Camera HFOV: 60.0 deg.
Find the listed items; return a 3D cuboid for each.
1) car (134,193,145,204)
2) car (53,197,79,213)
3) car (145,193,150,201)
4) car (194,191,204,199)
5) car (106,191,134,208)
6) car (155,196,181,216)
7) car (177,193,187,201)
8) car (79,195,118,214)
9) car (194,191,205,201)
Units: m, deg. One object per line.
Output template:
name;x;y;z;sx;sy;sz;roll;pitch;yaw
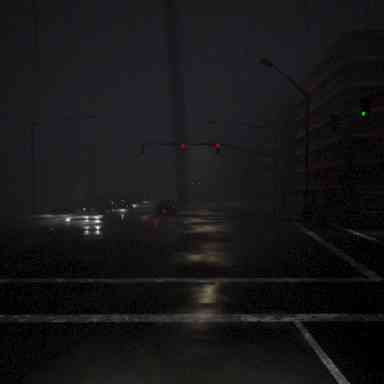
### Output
car;-9.275;1.147;52.950;2.033;1.411;5.357;0;1;1
car;-13.004;1.356;35.330;1.882;1.535;5.008;0;1;1
car;-9.088;0.965;63.485;2.033;1.411;5.357;0;1;1
car;1.611;0.577;75.800;2.097;1.767;4.553;0;1;1
car;-9.398;1.118;43.305;2.097;1.767;4.553;0;1;1
car;-2.342;1.448;31.133;1.812;1.442;4.674;0;1;1
car;-1.928;0.935;65.141;2.033;1.411;5.357;0;1;1
car;-9.516;1.379;34.264;2.128;1.511;4.902;0;1;1
car;1.580;0.874;65.410;2.128;1.511;4.902;0;1;1
